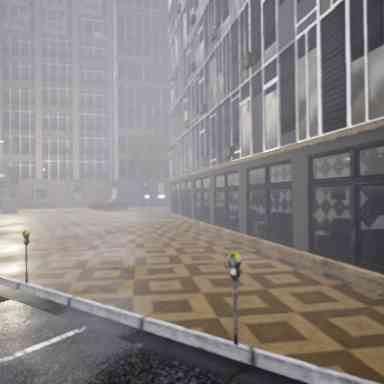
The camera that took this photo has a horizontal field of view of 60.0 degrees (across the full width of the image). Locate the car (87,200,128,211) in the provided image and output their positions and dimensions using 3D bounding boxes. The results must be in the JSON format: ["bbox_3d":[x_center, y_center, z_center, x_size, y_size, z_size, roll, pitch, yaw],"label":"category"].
[{"bbox_3d":[-10.269,1.620,40.470,4.718,1.301,1.895,-1,0,-14],"label":"car"}]
